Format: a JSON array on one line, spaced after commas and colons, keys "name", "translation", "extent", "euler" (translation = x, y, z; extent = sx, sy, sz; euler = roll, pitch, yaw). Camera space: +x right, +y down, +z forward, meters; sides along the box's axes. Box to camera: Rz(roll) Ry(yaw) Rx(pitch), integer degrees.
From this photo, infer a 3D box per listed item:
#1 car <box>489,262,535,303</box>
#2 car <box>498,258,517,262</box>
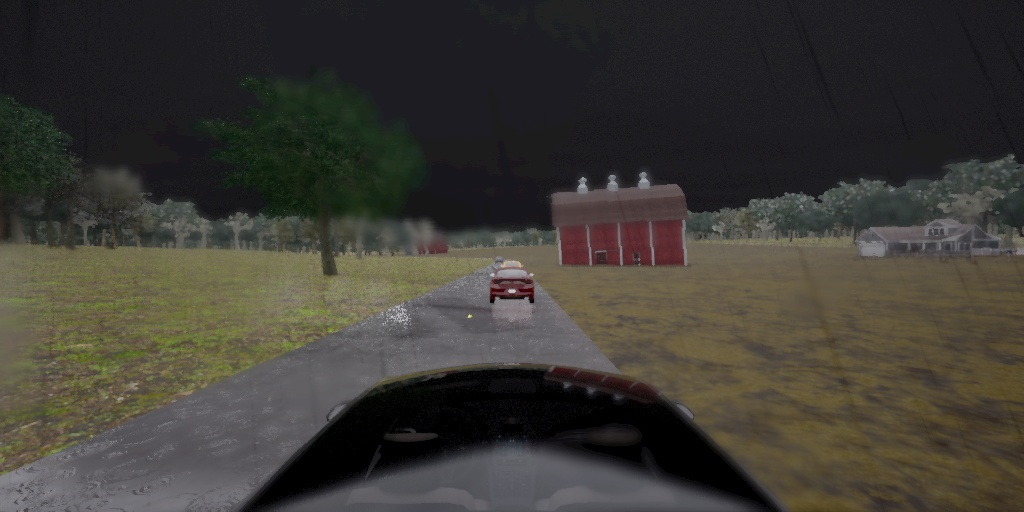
[{"name": "car", "translation": [0.000, 1.221, 16.504], "extent": [1.882, 1.535, 5.008], "euler": [0, 0, 0]}, {"name": "car", "translation": [0.001, 1.194, 31.508], "extent": [1.882, 1.535, 5.008], "euler": [0, 0, 0]}]
